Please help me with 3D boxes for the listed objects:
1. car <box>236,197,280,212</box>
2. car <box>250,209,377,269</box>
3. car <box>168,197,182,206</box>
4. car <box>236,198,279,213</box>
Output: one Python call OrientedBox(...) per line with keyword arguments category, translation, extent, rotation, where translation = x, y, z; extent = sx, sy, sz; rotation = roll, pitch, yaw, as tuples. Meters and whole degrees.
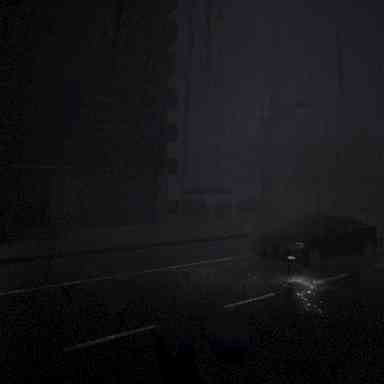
OrientedBox(category="car", translation=(7.651, 1.436, 38.947), extent=(2.128, 1.511, 4.902), rotation=(0, 0, -37))
OrientedBox(category="car", translation=(4.342, 1.477, 11.342), extent=(5.008, 1.535, 1.882), rotation=(0, 0, -35))
OrientedBox(category="car", translation=(-3.706, 1.470, 51.875), extent=(4.674, 1.442, 1.812), rotation=(0, 0, 34))
OrientedBox(category="car", translation=(6.707, 1.436, 34.307), extent=(2.128, 1.511, 4.902), rotation=(0, 0, -38))
